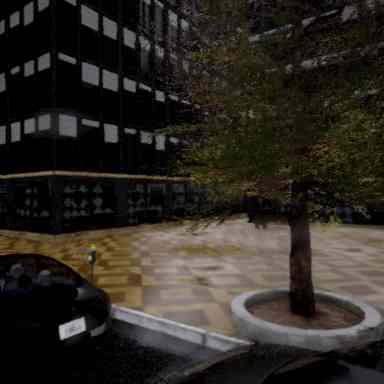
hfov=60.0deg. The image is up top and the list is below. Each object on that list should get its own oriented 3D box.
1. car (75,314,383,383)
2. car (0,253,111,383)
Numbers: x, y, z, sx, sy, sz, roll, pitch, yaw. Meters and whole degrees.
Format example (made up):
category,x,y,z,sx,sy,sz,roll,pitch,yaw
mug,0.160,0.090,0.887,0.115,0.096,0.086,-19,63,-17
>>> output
category,x,y,z,sx,sy,sz,roll,pitch,yaw
car,1.574,1.562,1.716,4.313,1.339,1.947,-1,-1,35
car,-3.058,1.616,5.019,4.313,1.339,1.947,-1,-1,35
